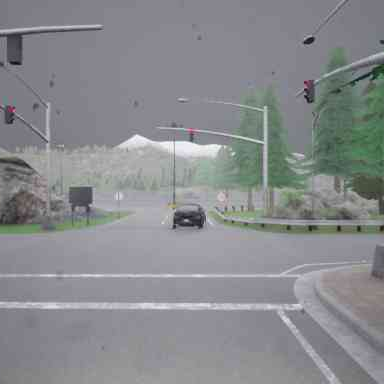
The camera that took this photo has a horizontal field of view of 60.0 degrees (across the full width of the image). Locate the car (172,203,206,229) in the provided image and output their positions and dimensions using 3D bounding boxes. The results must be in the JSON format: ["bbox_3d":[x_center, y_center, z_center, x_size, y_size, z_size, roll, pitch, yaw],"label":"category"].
[{"bbox_3d":[-0.153,1.511,22.523,1.882,1.535,5.008,2,2,4],"label":"car"}]
